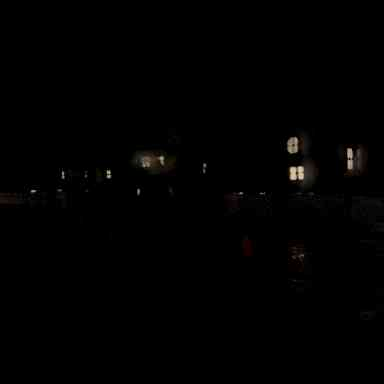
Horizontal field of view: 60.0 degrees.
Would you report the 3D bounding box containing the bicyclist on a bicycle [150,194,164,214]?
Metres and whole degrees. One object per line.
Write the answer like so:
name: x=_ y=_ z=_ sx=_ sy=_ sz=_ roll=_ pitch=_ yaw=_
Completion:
bicyclist on a bicycle: x=-2.968 y=1.013 z=28.028 sx=0.582 sy=1.620 sz=1.656 roll=0 pitch=3 yaw=38
